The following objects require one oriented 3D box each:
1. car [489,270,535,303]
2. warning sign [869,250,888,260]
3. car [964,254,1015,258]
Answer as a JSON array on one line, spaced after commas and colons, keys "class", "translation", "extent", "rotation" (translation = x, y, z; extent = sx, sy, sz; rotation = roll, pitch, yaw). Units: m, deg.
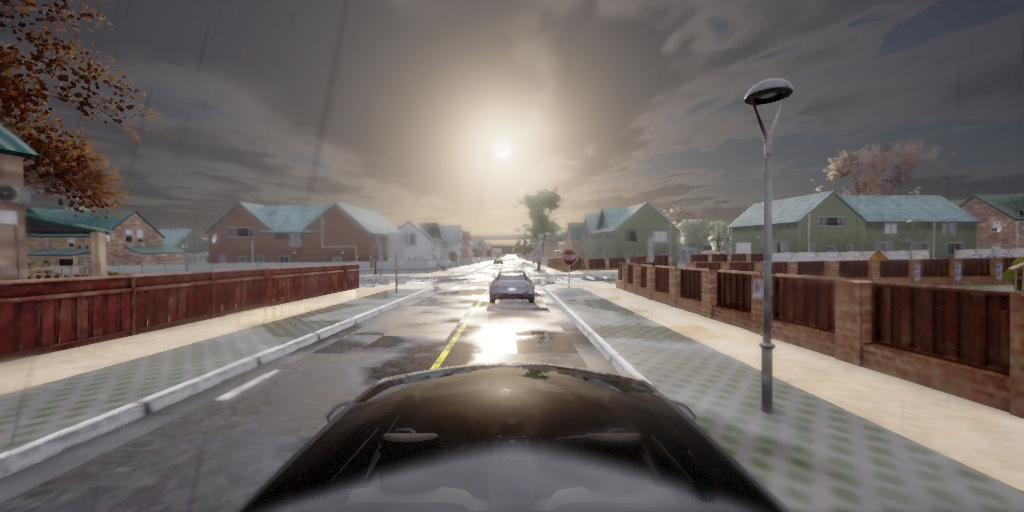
[{"class": "car", "translation": [0.000, 1.315, 16.507], "extent": [1.994, 1.385, 4.181], "rotation": [0, 0, 0]}, {"class": "warning sign", "translation": [25.182, 0.500, 24.592], "extent": [1.060, 1.860, 1.300], "rotation": [0, 0, 0]}, {"class": "car", "translation": [36.618, 0.601, 27.154], "extent": [4.902, 1.511, 2.128], "rotation": [-1, 2, 0]}]
